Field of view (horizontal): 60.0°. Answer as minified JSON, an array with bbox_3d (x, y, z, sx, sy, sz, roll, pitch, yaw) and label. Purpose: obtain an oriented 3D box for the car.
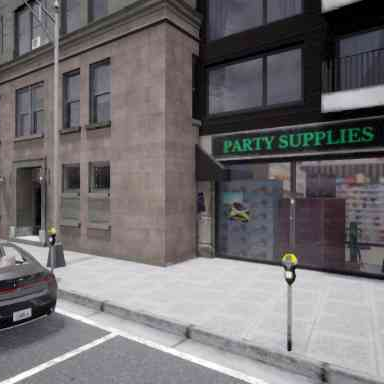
[{"bbox_3d":[-4.244,1.550,6.113,4.403,1.369,2.008,0,0,36],"label":"car"}]
